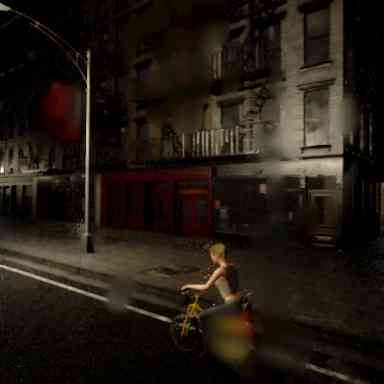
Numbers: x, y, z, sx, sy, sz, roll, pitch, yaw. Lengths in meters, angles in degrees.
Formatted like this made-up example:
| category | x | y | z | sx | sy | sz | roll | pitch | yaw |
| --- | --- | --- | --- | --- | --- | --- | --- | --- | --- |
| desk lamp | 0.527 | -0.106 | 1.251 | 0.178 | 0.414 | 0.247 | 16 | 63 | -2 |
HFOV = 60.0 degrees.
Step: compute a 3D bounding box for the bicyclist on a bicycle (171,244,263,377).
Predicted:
| category | x | y | z | sx | sy | sz | roll | pitch | yaw |
| --- | --- | --- | --- | --- | --- | --- | --- | --- | --- |
| bicyclist on a bicycle | 0.277 | 1.494 | 4.472 | 1.509 | 1.612 | 0.866 | 0 | -1 | 39 |
